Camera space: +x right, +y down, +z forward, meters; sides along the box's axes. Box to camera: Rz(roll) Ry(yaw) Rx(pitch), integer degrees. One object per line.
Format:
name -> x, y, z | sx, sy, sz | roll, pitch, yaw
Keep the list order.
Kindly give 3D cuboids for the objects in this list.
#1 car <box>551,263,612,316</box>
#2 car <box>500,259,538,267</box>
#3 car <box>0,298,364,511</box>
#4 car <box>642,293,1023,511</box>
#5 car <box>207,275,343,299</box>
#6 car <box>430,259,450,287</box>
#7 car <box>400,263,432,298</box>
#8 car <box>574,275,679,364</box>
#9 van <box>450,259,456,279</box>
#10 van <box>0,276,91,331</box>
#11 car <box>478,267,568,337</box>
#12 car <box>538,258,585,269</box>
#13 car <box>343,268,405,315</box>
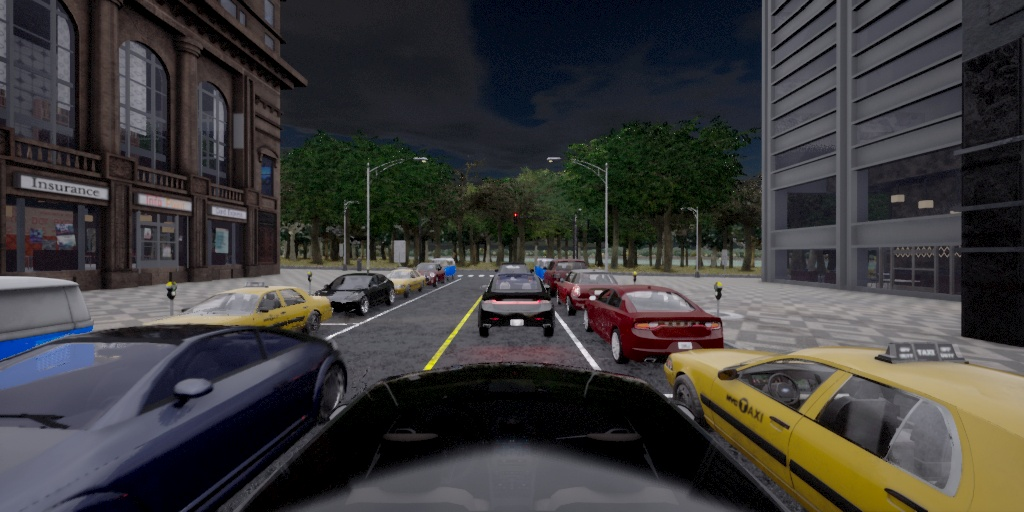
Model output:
car -> 2.776, 1.190, 13.393 | 1.967, 1.591, 4.097 | 0, 0, 0
car -> 0.122, 1.103, 19.234 | 2.097, 1.767, 4.553 | 0, 0, 1
car -> -3.099, 1.314, 2.914 | 1.994, 1.385, 4.181 | 0, 0, 0
car -> 2.763, 1.275, 2.688 | 1.751, 1.417, 4.829 | 0, 0, 0
car -> -5.756, 1.275, 7.796 | 1.751, 1.417, 4.829 | 0, 0, 0
car -> -5.736, 1.192, 24.278 | 1.967, 1.591, 4.097 | 0, 0, 0
car -> -5.743, 1.276, 18.671 | 1.751, 1.417, 4.829 | 0, 0, 0
car -> 2.769, 1.295, 7.956 | 1.888, 1.381, 4.507 | 0, 0, 0
van -> -5.729, 1.094, 29.716 | 1.690, 1.789, 3.998 | 0, 0, 0
van -> -5.762, 1.091, 2.529 | 1.690, 1.789, 3.998 | 0, 0, 0
car -> 0.111, 1.242, 10.269 | 2.128, 1.511, 4.902 | 0, 0, 0
car -> 2.783, 1.066, 18.831 | 2.192, 1.841, 5.009 | 0, 0, 0
car -> -5.749, 1.316, 13.403 | 1.948, 1.339, 4.313 | 0, 0, 0
